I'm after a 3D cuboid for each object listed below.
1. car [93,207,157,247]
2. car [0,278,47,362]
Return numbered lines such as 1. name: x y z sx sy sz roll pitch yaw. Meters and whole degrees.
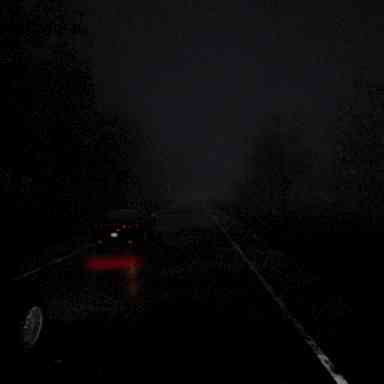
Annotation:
1. car: -2.733 1.376 14.550 1.882 1.535 5.008 0 1 2
2. car: -3.139 1.503 3.088 1.812 1.442 4.674 0 1 1
